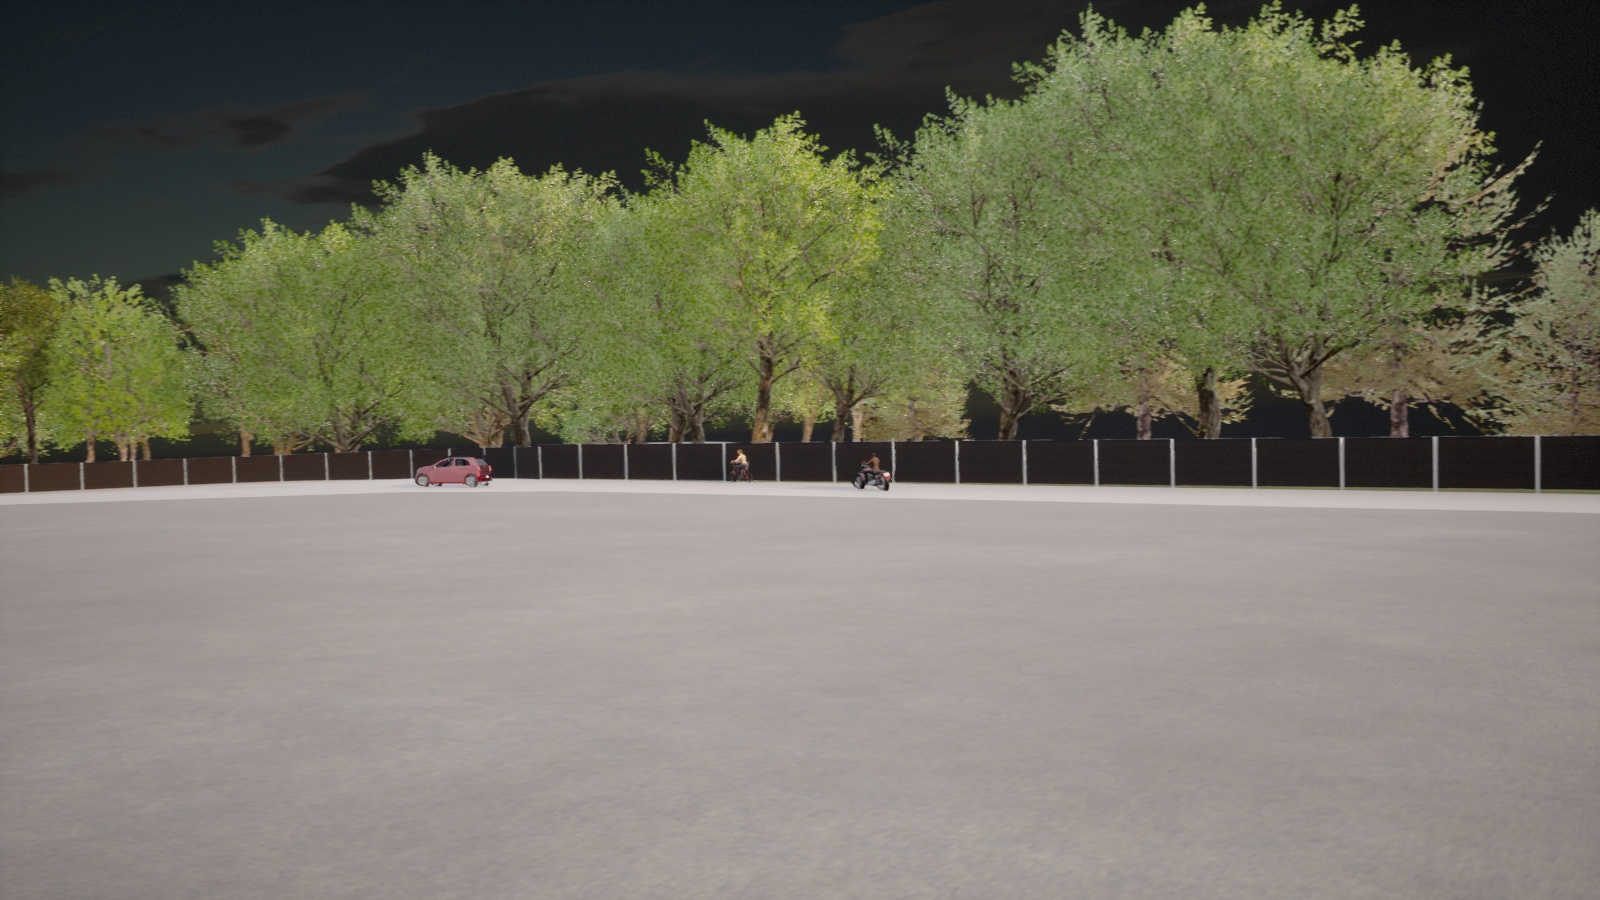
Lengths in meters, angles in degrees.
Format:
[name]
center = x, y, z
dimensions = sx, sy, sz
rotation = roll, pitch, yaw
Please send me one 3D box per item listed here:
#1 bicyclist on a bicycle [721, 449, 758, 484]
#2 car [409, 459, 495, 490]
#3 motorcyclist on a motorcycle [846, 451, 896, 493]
[bicyclist on a bicycle]
center = -2.902, 0.791, 59.988
dimensions = 1.509, 1.612, 0.866
rotation = 0, 3, 36
[car]
center = -17.157, 1.199, 61.923
dimensions = 3.633, 1.501, 1.845
rotation = -1, -1, 10
[motorcyclist on a motorcycle]
center = 2.965, 0.888, 52.577
dimensions = 0.766, 1.649, 2.350
rotation = -3, 2, -34
